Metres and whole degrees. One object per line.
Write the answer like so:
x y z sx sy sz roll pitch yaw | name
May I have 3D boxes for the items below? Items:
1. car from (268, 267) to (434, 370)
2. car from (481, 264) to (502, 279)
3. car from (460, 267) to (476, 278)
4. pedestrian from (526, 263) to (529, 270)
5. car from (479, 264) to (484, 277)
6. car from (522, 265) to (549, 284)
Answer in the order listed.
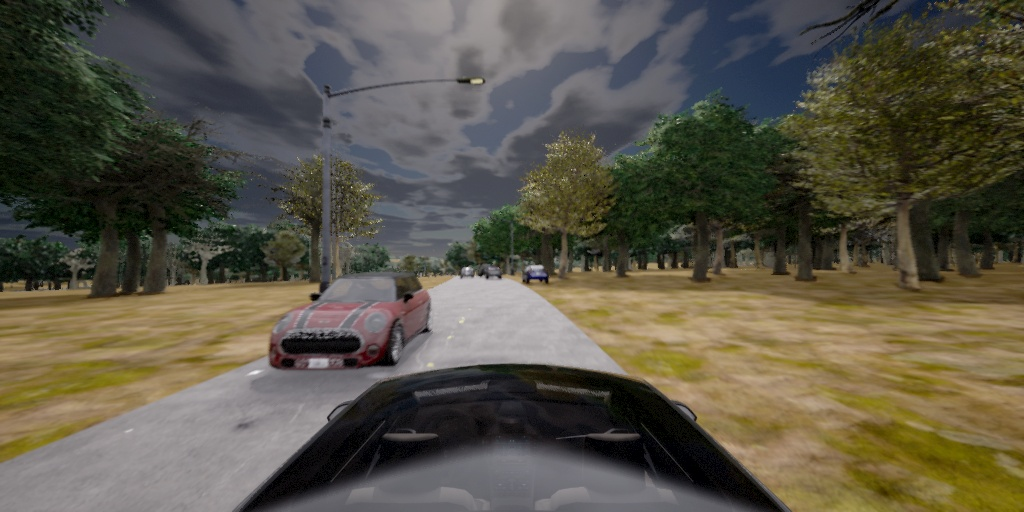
-3.189 1.170 8.073 2.097 1.767 4.553 0 -1 -1 | car
-2.387 2.122 45.619 2.128 1.511 4.902 0 -2 -7 | car
-6.100 2.267 49.249 2.128 1.511 4.902 0 -2 -7 | car
1.491 1.578 35.110 0.375 1.860 0.375 -1 -1 -10 | pedestrian
-4.009 2.275 57.082 2.150 2.045 5.566 0 -2 -8 | car
2.038 1.583 32.254 2.163 1.488 4.792 0 -1 -5 | car
